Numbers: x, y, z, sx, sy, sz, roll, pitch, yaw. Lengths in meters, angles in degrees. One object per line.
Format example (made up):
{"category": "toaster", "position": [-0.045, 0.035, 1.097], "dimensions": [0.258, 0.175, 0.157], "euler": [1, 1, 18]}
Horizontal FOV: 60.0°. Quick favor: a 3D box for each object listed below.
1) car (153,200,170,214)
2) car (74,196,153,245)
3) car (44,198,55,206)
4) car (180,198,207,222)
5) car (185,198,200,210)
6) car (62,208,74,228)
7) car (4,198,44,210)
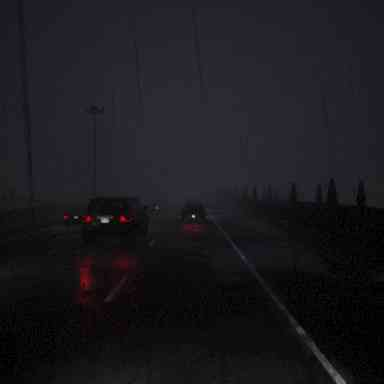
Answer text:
{"category": "car", "position": [-3.393, 1.556, 34.718], "dimensions": [1.994, 1.385, 4.181], "euler": [0, 0, 0]}
{"category": "car", "position": [-3.398, 1.217, 15.645], "dimensions": [2.150, 2.045, 5.566], "euler": [0, 0, 0]}
{"category": "car", "position": [-21.036, 1.556, 47.111], "dimensions": [1.994, 1.385, 4.181], "euler": [0, 0, 1]}
{"category": "car", "position": [0.104, 1.496, 26.190], "dimensions": [1.837, 1.490, 4.892], "euler": [0, -1, 0]}
{"category": "car", "position": [0.103, 1.516, 42.955], "dimensions": [1.812, 1.442, 4.674], "euler": [0, 0, 0]}
{"category": "car", "position": [-6.895, 1.542, 22.264], "dimensions": [2.033, 1.411, 5.357], "euler": [0, 0, 0]}
{"category": "car", "position": [-17.571, 1.519, 34.556], "dimensions": [1.812, 1.442, 4.674], "euler": [0, 0, 0]}
